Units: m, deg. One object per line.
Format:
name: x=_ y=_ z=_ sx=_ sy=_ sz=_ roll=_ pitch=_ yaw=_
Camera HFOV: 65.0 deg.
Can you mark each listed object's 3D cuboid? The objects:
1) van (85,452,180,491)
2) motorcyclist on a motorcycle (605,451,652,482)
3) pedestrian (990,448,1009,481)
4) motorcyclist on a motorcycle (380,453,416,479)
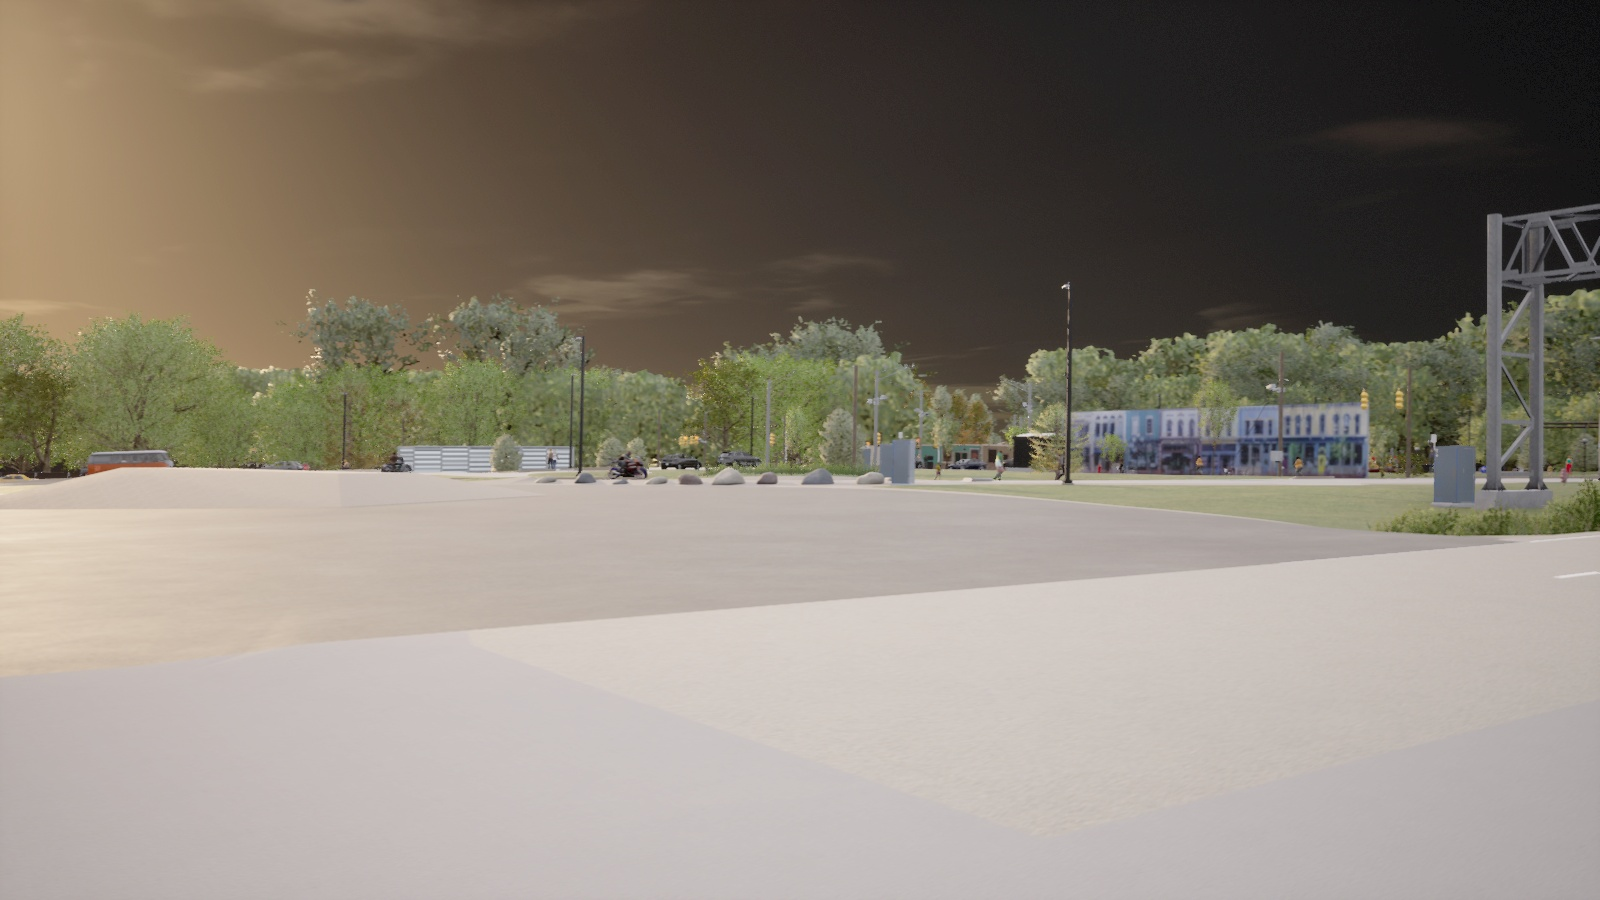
van: x=-38.041 y=1.207 z=71.650 sx=4.442 sy=1.987 sz=1.775 roll=-2 pitch=0 yaw=-15
motorcyclist on a motorcycle: x=-8.704 y=0.845 z=63.762 sx=2.191 sy=1.530 sz=0.866 roll=0 pitch=-1 yaw=18
pedestrian: x=11.923 y=0.857 z=74.998 sx=0.873 sy=1.952 sz=0.659 roll=1 pitch=-1 yaw=-13
motorcyclist on a motorcycle: x=-26.281 y=1.024 z=82.097 sx=0.766 sy=1.649 sz=2.350 roll=0 pitch=1 yaw=29
